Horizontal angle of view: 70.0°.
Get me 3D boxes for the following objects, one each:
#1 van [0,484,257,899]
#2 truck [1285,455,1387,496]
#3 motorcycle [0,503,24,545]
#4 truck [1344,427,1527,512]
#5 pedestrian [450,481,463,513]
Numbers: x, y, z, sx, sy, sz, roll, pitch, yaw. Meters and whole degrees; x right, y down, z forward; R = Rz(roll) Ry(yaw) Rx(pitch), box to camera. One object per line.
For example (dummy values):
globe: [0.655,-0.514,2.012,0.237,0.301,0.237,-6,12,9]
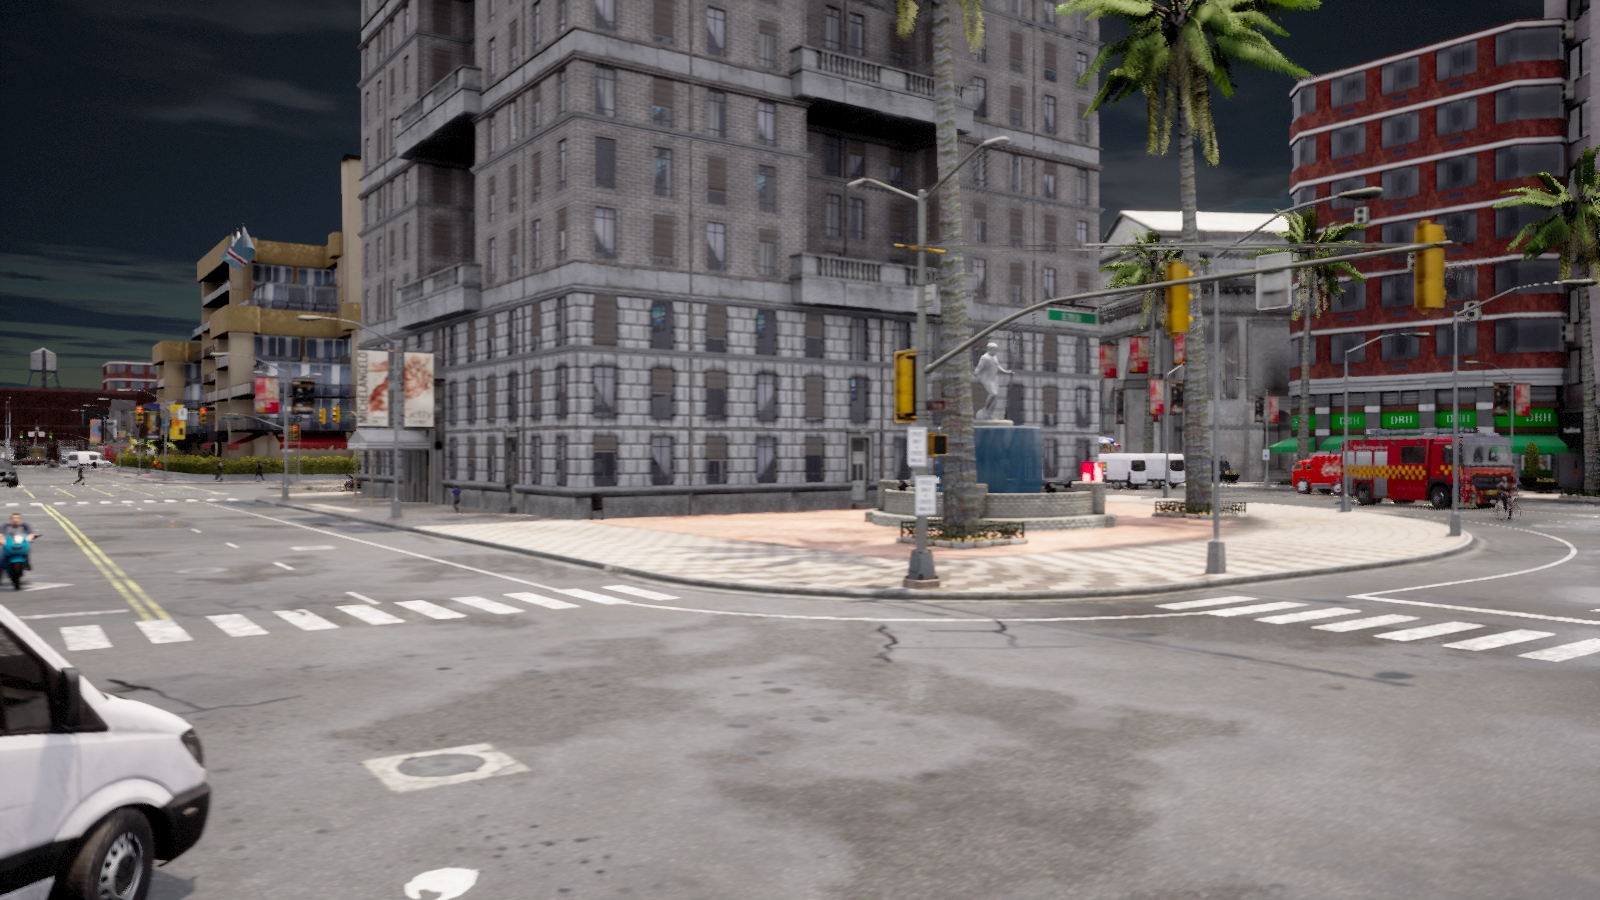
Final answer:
van: [-5.397,1.534,4.986,1.988,2.561,5.915,1,0,17]
truck: [33.008,1.559,70.523,2.627,2.467,5.204,0,-1,-26]
motorcycle: [-23.858,2.213,34.315,0.803,1.145,2.033,0,0,-37]
truck: [30.817,0.895,55.946,2.891,3.827,8.468,0,0,-13]
pedestrian: [-14.491,1.978,48.221,0.375,1.300,0.375,0,0,-43]
